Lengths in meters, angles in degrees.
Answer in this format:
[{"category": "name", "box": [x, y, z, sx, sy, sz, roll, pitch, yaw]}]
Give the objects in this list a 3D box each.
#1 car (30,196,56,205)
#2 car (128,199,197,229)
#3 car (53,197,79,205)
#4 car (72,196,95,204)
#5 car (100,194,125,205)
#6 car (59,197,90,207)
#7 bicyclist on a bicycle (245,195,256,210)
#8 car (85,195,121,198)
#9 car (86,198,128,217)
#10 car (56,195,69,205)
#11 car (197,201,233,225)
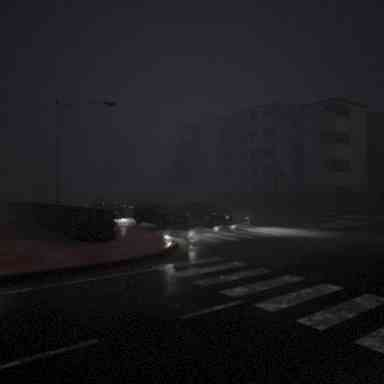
[{"category": "car", "box": [-22.461, 1.200, 49.340, 4.181, 1.385, 1.994, 0, 0, 45]}, {"category": "car", "box": [-2.046, 1.402, 21.548, 1.882, 1.535, 5.008, -1, 0, -36]}, {"category": "car", "box": [-22.062, 1.492, 58.273, 4.718, 1.301, 1.895, 0, 0, 34]}, {"category": "car", "box": [-19.849, 1.431, 60.992, 4.181, 1.385, 1.994, 0, 0, 38]}, {"category": "car", "box": [-13.097, 1.206, 54.374, 2.097, 1.767, 4.553, -1, 0, -41]}, {"category": "car", "box": [-13.195, 1.526, 37.108, 1.895, 1.301, 4.718, -1, 0, -36]}, {"category": "bicyclist on a bicycle", "box": [6.137, 1.122, 34.997, 1.656, 1.620, 0.582, -1, 0, -36]}, {"category": "car", "box": [-10.518, 1.253, 39.352, 2.097, 1.767, 4.553, -1, 0, -36]}, {"category": "car", "box": [-7.282, 1.489, 28.864, 1.994, 1.385, 4.181, -1, 0, -35]}, {"category": "car", "box": [-20.008, 1.310, 51.838, 4.553, 1.767, 2.097, 0, 0, 45]}, {"category": "car", "box": [0.828, 1.391, 23.632, 2.128, 1.511, 4.902, -1, 0, -37]}]
